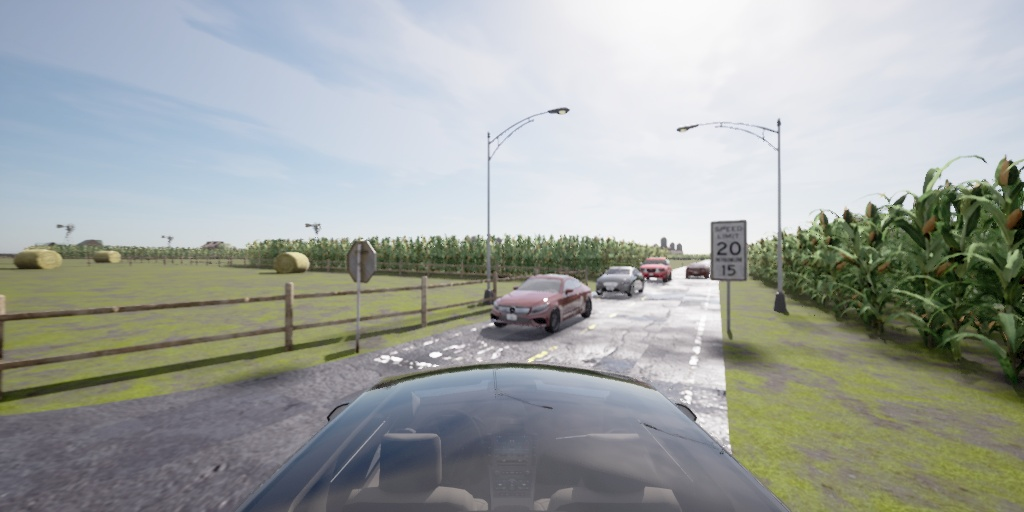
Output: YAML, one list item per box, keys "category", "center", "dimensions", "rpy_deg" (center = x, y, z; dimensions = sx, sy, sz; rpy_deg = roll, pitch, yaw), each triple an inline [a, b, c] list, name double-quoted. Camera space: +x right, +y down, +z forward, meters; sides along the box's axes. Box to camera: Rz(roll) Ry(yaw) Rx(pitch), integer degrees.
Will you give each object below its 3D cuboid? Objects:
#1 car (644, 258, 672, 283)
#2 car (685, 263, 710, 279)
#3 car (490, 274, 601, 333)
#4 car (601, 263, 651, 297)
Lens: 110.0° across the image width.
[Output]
- category: "car"
  center: [12.604, 1.170, 31.375]
  dimensions: [2.150, 2.045, 5.566]
  rpy_deg: [0, -1, 30]
- category: "car"
  center: [18.812, 1.453, 36.407]
  dimensions: [1.882, 1.535, 5.008]
  rpy_deg: [0, 0, 30]
- category: "car"
  center: [1.148, 1.339, 11.311]
  dimensions: [1.812, 1.442, 4.674]
  rpy_deg: [0, 0, 30]
- category: "car"
  center: [6.110, 1.365, 20.009]
  dimensions: [2.128, 1.511, 4.902]
  rpy_deg: [0, 0, 30]
